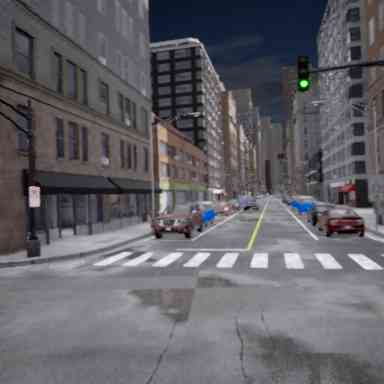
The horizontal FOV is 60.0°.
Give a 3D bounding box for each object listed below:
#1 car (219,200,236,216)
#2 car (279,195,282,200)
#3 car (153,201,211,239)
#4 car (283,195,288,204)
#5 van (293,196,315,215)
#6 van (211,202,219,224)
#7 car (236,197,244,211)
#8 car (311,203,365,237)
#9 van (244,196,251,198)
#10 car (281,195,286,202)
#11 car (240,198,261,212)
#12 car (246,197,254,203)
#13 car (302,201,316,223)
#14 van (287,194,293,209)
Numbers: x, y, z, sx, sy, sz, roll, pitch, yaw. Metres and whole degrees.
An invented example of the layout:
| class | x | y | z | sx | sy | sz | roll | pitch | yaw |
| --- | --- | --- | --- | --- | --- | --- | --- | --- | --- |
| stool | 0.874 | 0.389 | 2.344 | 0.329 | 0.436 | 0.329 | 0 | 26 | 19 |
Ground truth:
| class | x | y | z | sx | sy | sz | roll | pitch | yaw |
| --- | --- | --- | --- | --- | --- | --- | --- | --- | --- |
| car | 3.178 | 1.752 | 35.451 | 1.967 | 1.590 | 4.097 | -2 | -1 | 13 |
| car | 20.357 | 1.455 | 70.953 | 2.192 | 1.841 | 5.009 | -2 | -1 | 13 |
| car | -0.638 | 1.569 | 19.395 | 2.192 | 1.841 | 5.009 | -2 | -1 | 13 |
| car | 16.555 | 1.661 | 54.893 | 1.802 | 1.307 | 4.206 | -2 | -1 | 13 |
| van | 11.464 | 1.343 | 33.485 | 1.690 | 1.788 | 3.998 | -2 | -1 | 13 |
| van | 0.633 | 1.614 | 24.747 | 1.690 | 1.788 | 3.998 | -2 | -1 | 13 |
| car | 5.720 | 1.791 | 46.156 | 1.967 | 1.590 | 4.097 | -2 | -1 | 13 |
| car | 7.660 | 1.488 | 17.425 | 1.887 | 1.381 | 4.507 | -2 | -1 | 13 |
| van | 9.528 | 1.750 | 62.216 | 1.690 | 1.788 | 3.998 | -2 | -1 | 13 |
| car | 19.097 | 1.701 | 65.597 | 1.802 | 1.307 | 4.206 | -2 | -1 | 13 |
| car | 7.674 | 1.843 | 42.812 | 1.895 | 1.301 | 4.718 | -2 | -1 | 13 |
| car | 14.619 | 2.073 | 83.622 | 1.802 | 1.307 | 4.206 | -2 | -1 | 13 |
| car | 8.932 | 1.529 | 22.777 | 1.947 | 1.339 | 4.313 | -2 | -1 | 13 |
| van | 14.006 | 1.382 | 44.190 | 1.690 | 1.788 | 3.998 | -2 | -1 | 13 |
